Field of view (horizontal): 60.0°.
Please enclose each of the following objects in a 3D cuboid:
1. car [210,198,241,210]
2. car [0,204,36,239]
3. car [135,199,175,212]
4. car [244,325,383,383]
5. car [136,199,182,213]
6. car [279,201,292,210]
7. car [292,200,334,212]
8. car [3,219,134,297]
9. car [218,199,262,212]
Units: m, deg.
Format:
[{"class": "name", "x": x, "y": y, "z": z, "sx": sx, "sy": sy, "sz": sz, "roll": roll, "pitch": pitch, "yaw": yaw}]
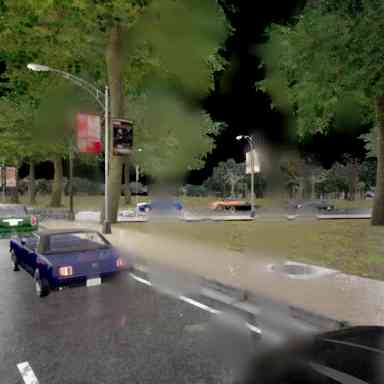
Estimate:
[{"class": "car", "x": 4.694, "y": 1.536, "z": 43.870, "sx": 4.553, "sy": 1.767, "sz": 2.097, "roll": 0, "pitch": 0, "yaw": -14}, {"class": "car", "x": -8.891, "y": 1.351, "z": 15.859, "sx": 2.097, "sy": 1.767, "sz": 4.553, "roll": 0, "pitch": 0, "yaw": -38}, {"class": "car", "x": -4.620, "y": 1.655, "z": 41.495, "sx": 4.674, "sy": 1.442, "sz": 1.812, "roll": 0, "pitch": 0, "yaw": -16}, {"class": "car", "x": 2.346, "y": 1.478, "z": 1.248, "sx": 1.882, "sy": 1.535, "sz": 5.008, "roll": 0, "pitch": 0, "yaw": -37}, {"class": "car", "x": -3.647, "y": 1.609, "z": 38.397, "sx": 5.008, "sy": 1.535, "sz": 1.882, "roll": 0, "pitch": 0, "yaw": -14}, {"class": "car", "x": 14.355, "y": 1.808, "z": 46.316, "sx": 4.181, "sy": 1.385, "sz": 1.994, "roll": 0, "pitch": 0, "yaw": -14}, {"class": "car", "x": 16.160, "y": 1.743, "z": 43.420, "sx": 4.902, "sy": 1.511, "sz": 2.128, "roll": 0, "pitch": 0, "yaw": -14}, {"class": "car", "x": -3.413, "y": 1.600, "z": 8.732, "sx": 1.895, "sy": 1.301, "sz": 4.718, "roll": 0, "pitch": 0, "yaw": -38}, {"class": "car", "x": 6.111, "y": 1.789, "z": 40.877, "sx": 4.718, "sy": 1.301, "sz": 1.895, "roll": 0, "pitch": 0, "yaw": -14}]
